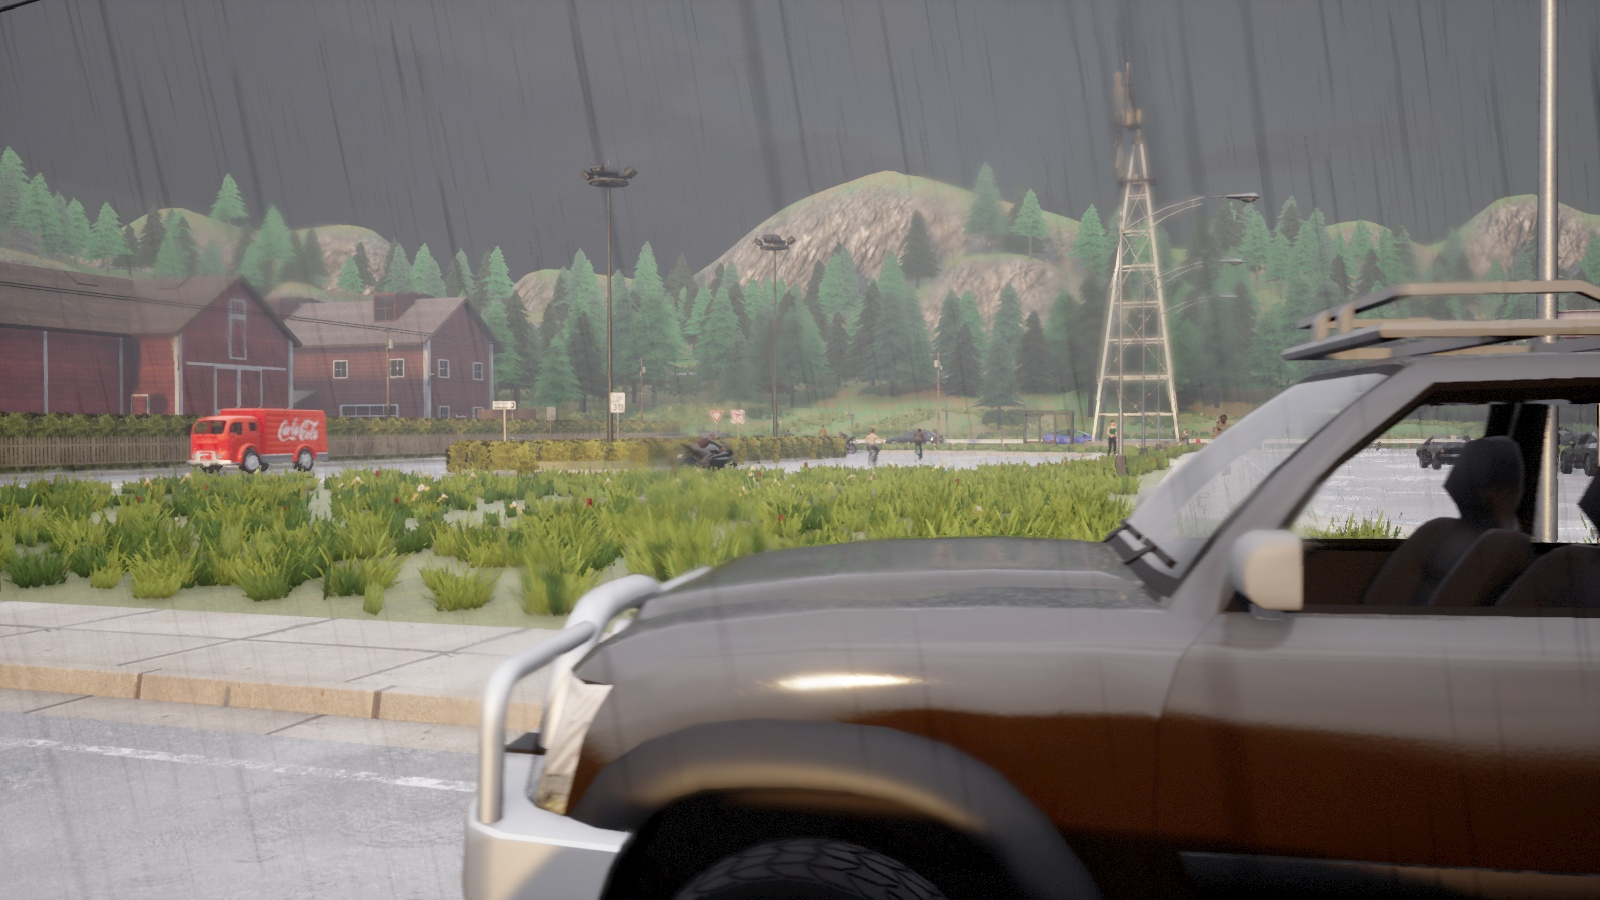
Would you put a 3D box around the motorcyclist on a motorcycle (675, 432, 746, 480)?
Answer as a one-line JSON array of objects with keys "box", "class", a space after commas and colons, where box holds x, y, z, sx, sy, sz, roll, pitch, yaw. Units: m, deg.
[{"box": [-2.953, 0.187, 41.432, 2.191, 1.530, 0.866, 0, 0, -32], "class": "motorcyclist on a motorcycle"}]

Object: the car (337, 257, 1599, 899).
[{"box": [1.549, 0.601, 2.972, 4.605, 1.855, 1.932, 0, 1, 9], "class": "car"}]

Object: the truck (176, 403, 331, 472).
[{"box": [-20.738, -0.506, 47.946, 2.627, 2.467, 5.204, 1, 1, 19], "class": "truck"}]

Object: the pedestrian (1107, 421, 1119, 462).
[{"box": [14.123, -0.369, 56.684, 0.345, 1.836, 0.594, 0, 1, -3], "class": "pedestrian"}]

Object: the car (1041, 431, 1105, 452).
[{"box": [20.738, -0.677, 95.440, 4.514, 1.525, 2.007, 1, 1, 19], "class": "car"}]

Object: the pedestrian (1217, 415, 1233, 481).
[{"box": [12.547, -0.065, 37.084, 0.396, 1.930, 0.692, 0, 1, 17], "class": "pedestrian"}]
